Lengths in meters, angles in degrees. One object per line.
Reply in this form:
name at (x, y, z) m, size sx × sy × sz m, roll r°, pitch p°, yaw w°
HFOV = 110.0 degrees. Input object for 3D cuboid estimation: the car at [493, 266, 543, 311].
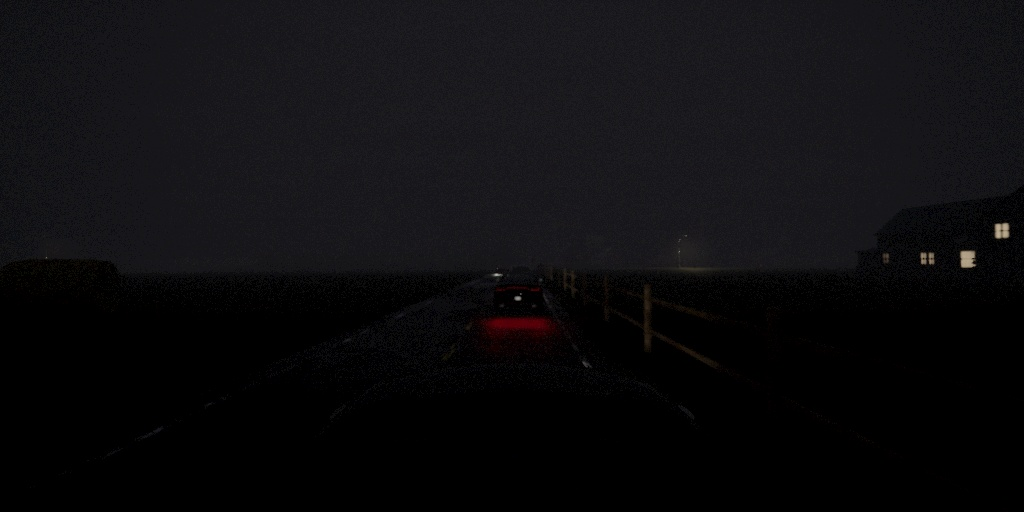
car at (0.305, 1.376, 15.275) m, size 1.882 × 1.535 × 5.008 m, roll 0°, pitch 0°, yaw 2°

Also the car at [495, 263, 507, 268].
car at (-1.366, 1.813, 52.526) m, size 1.882 × 1.535 × 5.008 m, roll 0°, pitch -1°, yaw 2°
